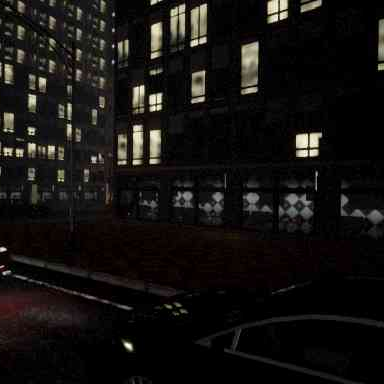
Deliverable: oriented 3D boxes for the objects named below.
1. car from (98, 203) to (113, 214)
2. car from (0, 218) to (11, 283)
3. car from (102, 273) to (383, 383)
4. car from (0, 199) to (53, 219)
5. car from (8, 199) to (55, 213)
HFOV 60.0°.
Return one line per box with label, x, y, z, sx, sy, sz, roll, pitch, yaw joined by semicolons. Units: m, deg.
car;-8.879;1.829;39.777;1.752;1.417;4.829;1;0;36
car;-6.367;1.487;8.197;4.902;1.511;2.128;0;0;36
car;1.315;1.491;2.743;4.902;1.511;2.128;0;0;35
car;-15.663;1.519;30.556;2.192;1.841;5.009;1;0;36
car;-19.175;1.642;39.925;1.752;1.417;4.829;1;0;36
